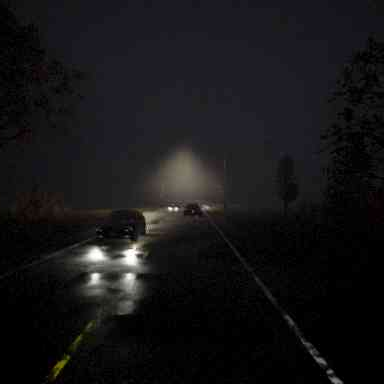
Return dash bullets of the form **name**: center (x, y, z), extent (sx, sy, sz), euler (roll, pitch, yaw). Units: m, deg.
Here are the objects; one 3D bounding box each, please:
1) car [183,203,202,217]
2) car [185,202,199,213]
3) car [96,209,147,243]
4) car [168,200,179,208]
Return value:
- **car**: center (0.100, 1.963, 35.981), extent (1.994, 1.385, 4.181), euler (0, -1, 0)
- **car**: center (0.042, 2.111, 45.952), extent (1.895, 1.301, 4.718), euler (0, -1, 1)
- **car**: center (-3.598, 1.674, 17.623), extent (1.882, 1.535, 5.008), euler (0, -1, 0)
- **car**: center (-3.512, 2.207, 63.631), extent (2.128, 1.511, 4.902), euler (0, -1, 0)
